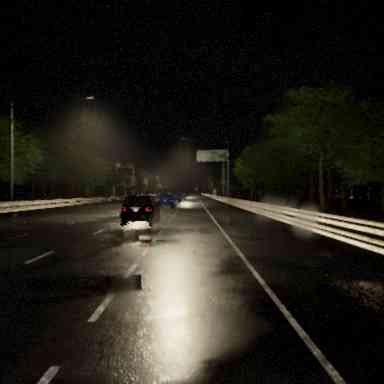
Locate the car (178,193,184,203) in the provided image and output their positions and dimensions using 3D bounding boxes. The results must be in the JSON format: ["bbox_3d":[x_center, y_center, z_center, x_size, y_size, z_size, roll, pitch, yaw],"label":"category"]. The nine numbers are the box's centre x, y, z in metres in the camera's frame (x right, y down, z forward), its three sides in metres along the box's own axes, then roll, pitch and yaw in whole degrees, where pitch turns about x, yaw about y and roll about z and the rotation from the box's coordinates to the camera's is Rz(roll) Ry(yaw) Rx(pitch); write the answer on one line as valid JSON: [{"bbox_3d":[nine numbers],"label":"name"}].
[{"bbox_3d":[-3.274,1.214,67.960,2.150,2.045,5.566,0,0,0],"label":"car"}]

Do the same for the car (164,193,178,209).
[{"bbox_3d":[-3.406,1.228,44.800,2.150,2.045,5.566,0,0,0],"label":"car"}]

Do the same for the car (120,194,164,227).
[{"bbox_3d":[-3.479,1.227,23.204,2.150,2.045,5.566,0,0,0],"label":"car"}]
